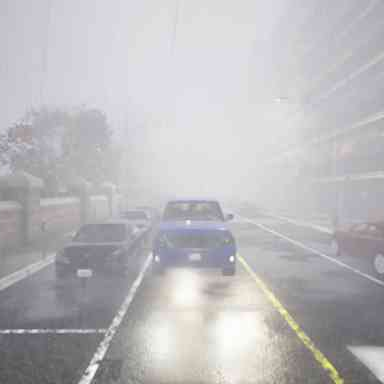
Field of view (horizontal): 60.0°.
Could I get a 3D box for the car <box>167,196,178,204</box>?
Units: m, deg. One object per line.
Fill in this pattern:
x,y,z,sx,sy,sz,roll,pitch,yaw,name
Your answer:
-3.532,1.399,60.653,1.947,1.339,4.313,0,0,-1,car

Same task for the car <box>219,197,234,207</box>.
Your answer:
5.063,1.467,49.556,1.802,1.307,4.206,0,0,-1,car

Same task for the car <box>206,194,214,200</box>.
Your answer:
4.413,1.354,83.500,1.752,1.417,4.829,0,0,-1,car

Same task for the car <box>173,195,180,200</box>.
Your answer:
-4.071,1.375,88.799,1.802,1.307,4.206,0,0,-1,car

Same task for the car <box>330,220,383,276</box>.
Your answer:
5.819,1.529,10.152,1.887,1.381,4.507,0,0,-1,car

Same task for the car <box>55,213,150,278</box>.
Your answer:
-2.559,1.521,9.992,1.947,1.339,4.313,0,0,-1,car

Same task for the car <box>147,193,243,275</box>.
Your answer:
0.019,1.184,10.650,2.150,2.045,5.566,0,0,-1,car

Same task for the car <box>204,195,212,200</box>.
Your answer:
4.307,1.404,88.960,1.802,1.307,4.206,0,0,-1,car

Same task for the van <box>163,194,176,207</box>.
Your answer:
-3.315,1.197,49.394,1.690,1.788,3.998,0,0,-1,van

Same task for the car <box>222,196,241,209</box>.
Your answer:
5.171,1.337,43.926,1.967,1.590,4.097,0,0,-1,car

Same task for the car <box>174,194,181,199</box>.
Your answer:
-4.179,1.333,94.428,1.887,1.381,4.507,0,0,-1,car

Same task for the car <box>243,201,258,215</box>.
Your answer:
5.387,1.503,32.666,1.802,1.307,4.206,0,0,-1,car

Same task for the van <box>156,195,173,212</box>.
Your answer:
-3.099,1.221,38.135,1.690,1.788,3.998,0,0,-1,van

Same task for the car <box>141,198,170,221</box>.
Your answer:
-2.883,1.344,26.876,1.967,1.590,4.097,0,0,-1,car

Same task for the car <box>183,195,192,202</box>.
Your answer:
-1.005,1.353,69.229,1.812,1.442,4.674,0,0,-1,car

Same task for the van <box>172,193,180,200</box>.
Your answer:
-3.962,1.141,83.169,1.690,1.788,3.998,0,0,-1,van

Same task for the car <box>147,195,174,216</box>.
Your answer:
-2.991,1.207,32.505,2.192,1.841,5.009,0,0,-1,car

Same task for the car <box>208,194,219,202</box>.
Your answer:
4.632,1.283,72.071,1.967,1.590,4.097,0,0,-1,car

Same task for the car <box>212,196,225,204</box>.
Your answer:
4.847,1.428,60.814,1.947,1.339,4.313,0,0,-1,car

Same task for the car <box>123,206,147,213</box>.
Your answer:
-2.668,1.517,15.622,1.802,1.307,4.206,0,0,-1,car

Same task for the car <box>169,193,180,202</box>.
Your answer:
-3.746,1.129,71.911,2.192,1.841,5.009,0,0,-1,car

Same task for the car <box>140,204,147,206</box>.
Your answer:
-2.776,1.462,21.249,1.887,1.381,4.507,0,0,-1,car
